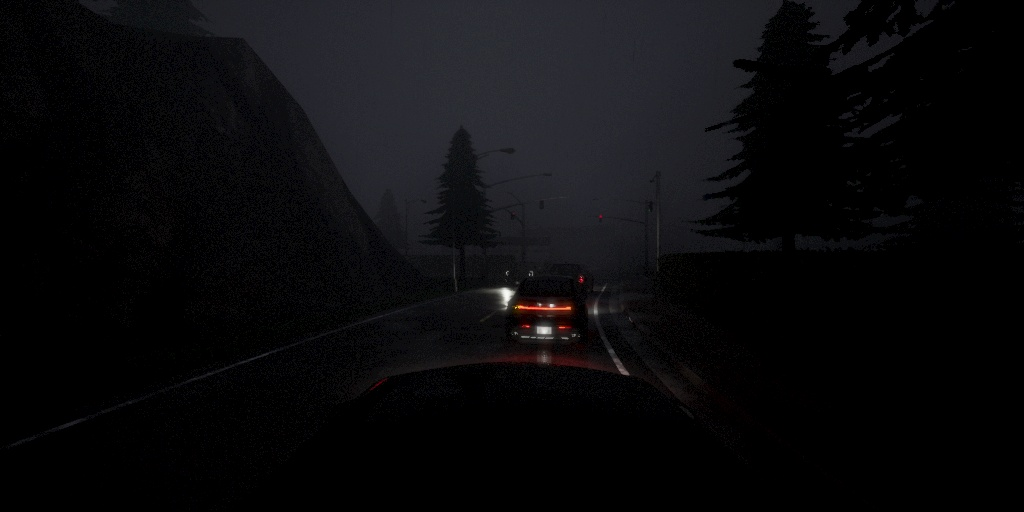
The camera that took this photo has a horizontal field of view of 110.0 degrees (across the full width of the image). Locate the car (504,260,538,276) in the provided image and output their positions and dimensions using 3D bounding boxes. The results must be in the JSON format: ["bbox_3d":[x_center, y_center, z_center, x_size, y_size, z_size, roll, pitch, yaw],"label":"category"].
[{"bbox_3d":[1.015,1.105,24.820,2.097,1.767,4.553,0,0,17],"label":"car"}]

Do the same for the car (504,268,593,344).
[{"bbox_3d":[1.020,1.255,9.637,1.837,1.490,4.892,0,0,9],"label":"car"}]

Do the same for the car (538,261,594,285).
[{"bbox_3d":[3.022,1.102,18.558,2.097,1.767,4.553,0,0,17],"label":"car"}]
